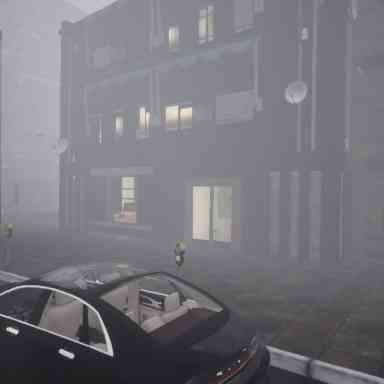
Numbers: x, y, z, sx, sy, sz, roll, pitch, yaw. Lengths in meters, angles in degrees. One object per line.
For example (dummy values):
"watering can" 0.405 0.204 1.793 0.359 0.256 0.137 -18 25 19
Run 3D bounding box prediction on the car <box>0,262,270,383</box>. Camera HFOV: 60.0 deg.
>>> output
"car" -1.300 1.550 3.939 4.403 1.369 2.008 0 1 35

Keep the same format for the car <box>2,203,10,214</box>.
"car" -21.544 1.623 34.882 2.008 1.369 4.403 1 0 36
